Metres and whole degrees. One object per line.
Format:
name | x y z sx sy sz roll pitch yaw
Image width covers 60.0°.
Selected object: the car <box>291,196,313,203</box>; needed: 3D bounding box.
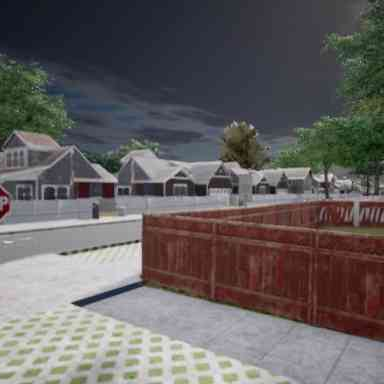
car | 15.248 1.292 45.969 1.994 1.385 4.181 1 0 36
